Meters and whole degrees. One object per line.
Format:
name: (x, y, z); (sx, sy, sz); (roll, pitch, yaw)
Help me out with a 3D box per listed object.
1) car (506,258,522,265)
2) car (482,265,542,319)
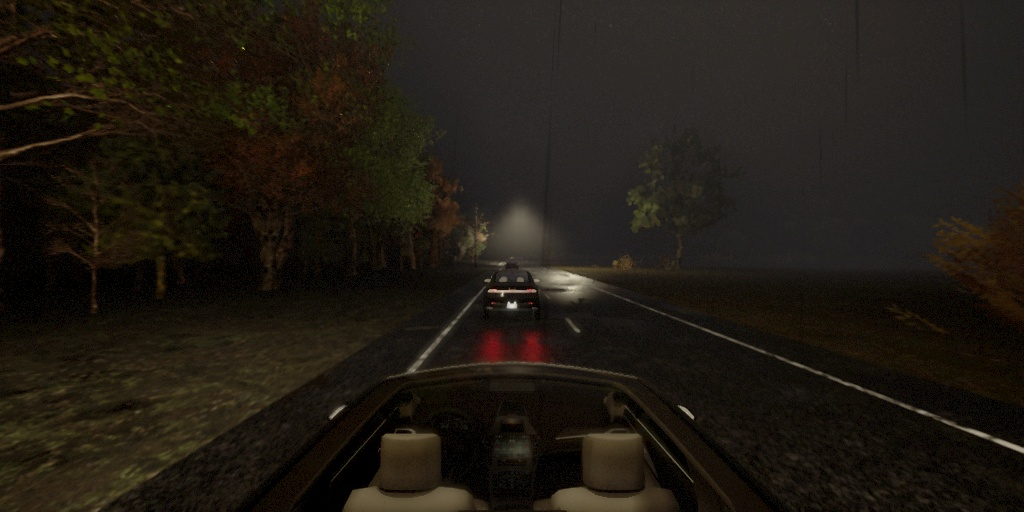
car: (0.007, 1.340, 53.178); (1.994, 1.385, 4.181); (0, 0, 0)
car: (0.003, 1.251, 12.889); (2.128, 1.511, 4.902); (0, 0, 0)
